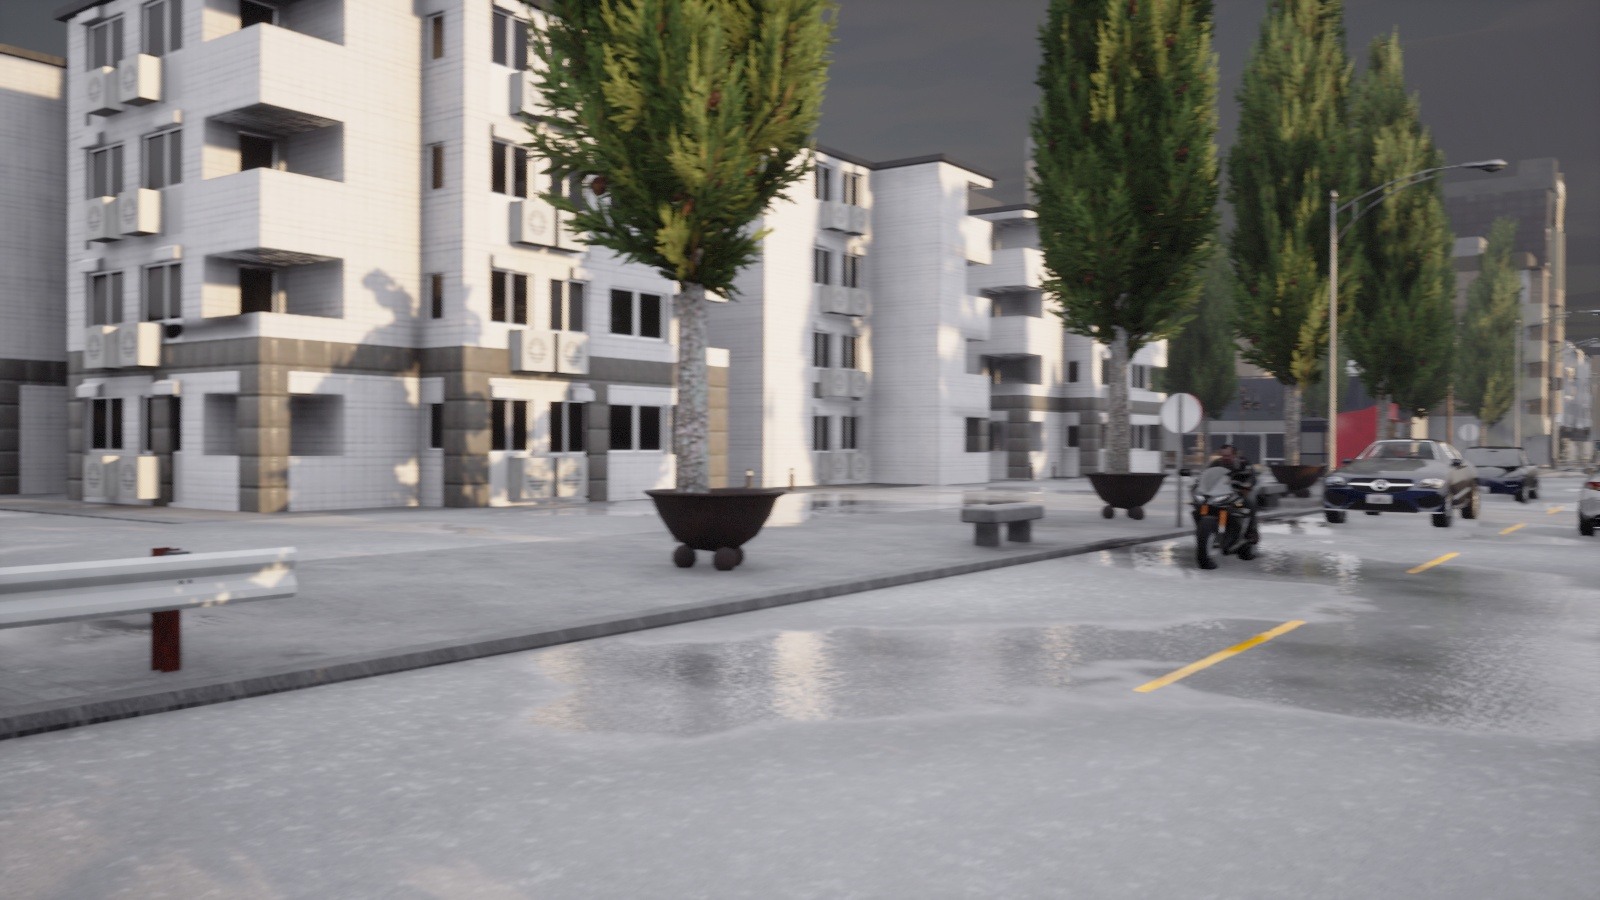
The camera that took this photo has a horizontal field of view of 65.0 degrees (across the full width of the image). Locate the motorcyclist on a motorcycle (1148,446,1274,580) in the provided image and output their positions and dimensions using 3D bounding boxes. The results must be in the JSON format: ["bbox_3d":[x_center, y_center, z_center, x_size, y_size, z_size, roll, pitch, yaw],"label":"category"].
[{"bbox_3d":[5.107,0.719,15.499,0.866,1.530,2.191,1,0,35],"label":"motorcyclist on a motorcycle"}]

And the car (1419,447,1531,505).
[{"bbox_3d":[18.937,0.658,35.117,2.163,1.488,4.792,1,0,35],"label":"car"}]

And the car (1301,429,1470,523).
[{"bbox_3d":[11.661,0.451,24.793,2.152,1.651,5.027,1,0,35],"label":"car"}]

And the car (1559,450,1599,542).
[{"bbox_3d":[14.324,0.736,21.632,1.812,1.442,4.674,1,0,35],"label":"car"}]
